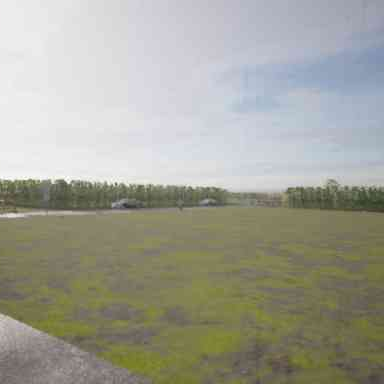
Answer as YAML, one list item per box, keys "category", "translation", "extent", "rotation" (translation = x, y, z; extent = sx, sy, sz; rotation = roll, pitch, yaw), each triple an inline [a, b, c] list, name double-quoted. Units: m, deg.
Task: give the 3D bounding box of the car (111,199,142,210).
- category: "car"
  translation: [-8.979, 1.700, 45.768]
  extent: [2.128, 1.511, 4.902]
  rotation: [0, -1, 35]

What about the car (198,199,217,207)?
- category: "car"
  translation: [3.044, 2.062, 62.606]
  extent: [1.812, 1.442, 4.674]
  rotation: [0, -1, 35]
